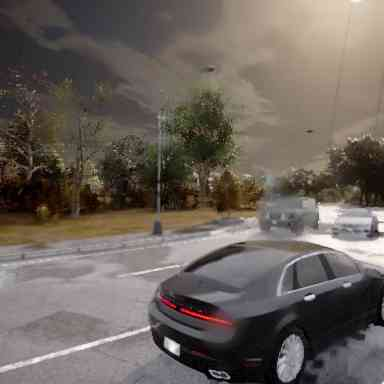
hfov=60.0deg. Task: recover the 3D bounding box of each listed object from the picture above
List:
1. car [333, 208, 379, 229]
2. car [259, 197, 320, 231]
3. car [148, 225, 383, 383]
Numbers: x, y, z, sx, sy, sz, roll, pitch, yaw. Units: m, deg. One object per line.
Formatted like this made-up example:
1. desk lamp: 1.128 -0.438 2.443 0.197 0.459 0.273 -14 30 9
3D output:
1. car: 9.351 1.646 18.767 1.812 1.442 4.674 0 0 35
2. car: 6.112 1.319 20.303 2.150 2.045 5.566 0 0 36
3. car: 1.623 1.544 5.404 4.892 1.490 1.837 0 0 -40
